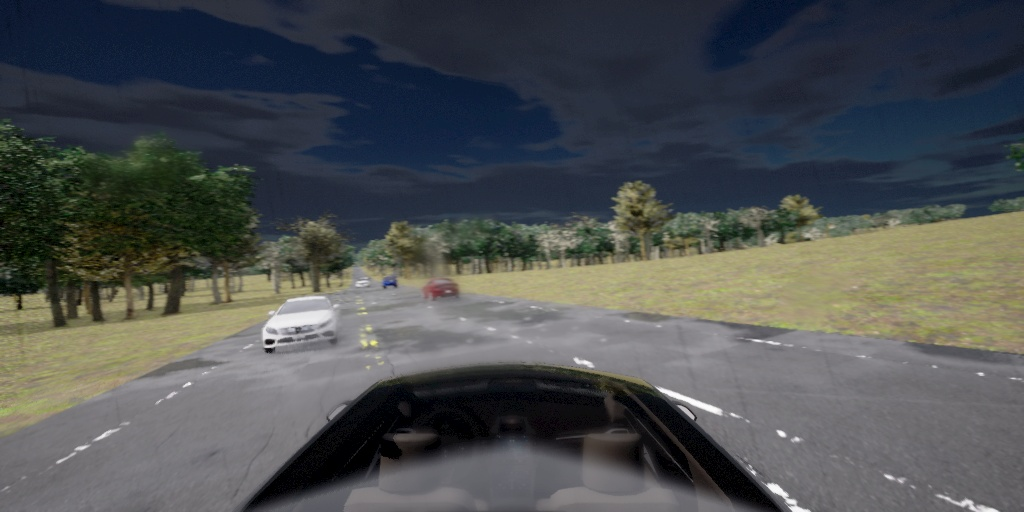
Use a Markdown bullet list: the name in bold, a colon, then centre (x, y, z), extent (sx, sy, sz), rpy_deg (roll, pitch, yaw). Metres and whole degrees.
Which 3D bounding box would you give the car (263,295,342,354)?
- **car**: centre (-6.676, 2.045, 11.762), extent (1.812, 1.442, 4.674), rpy_deg (-4, -2, -24)

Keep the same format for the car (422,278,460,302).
- **car**: centre (-5.197, 2.334, 25.771), extent (1.882, 1.535, 5.008), rpy_deg (-4, -2, -24)
